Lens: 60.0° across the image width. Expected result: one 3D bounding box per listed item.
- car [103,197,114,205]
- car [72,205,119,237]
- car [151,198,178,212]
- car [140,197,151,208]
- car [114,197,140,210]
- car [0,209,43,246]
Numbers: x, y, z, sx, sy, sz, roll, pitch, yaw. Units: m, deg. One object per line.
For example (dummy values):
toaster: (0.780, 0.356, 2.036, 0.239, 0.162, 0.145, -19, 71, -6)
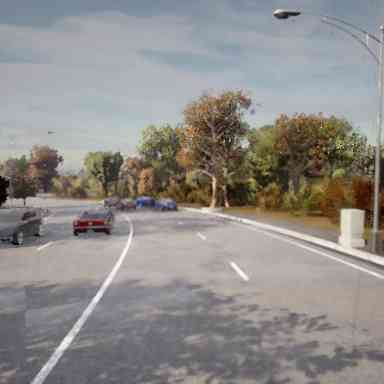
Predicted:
car: (-12.699, 1.559, 52.674, 2.128, 1.511, 4.902, -2, 1, -28)
car: (-5.342, 1.629, 18.554, 1.895, 1.301, 4.718, -1, 0, -9)
car: (-3.045, 1.443, 38.581, 1.812, 1.442, 4.674, -1, 0, -20)
car: (-7.043, 1.416, 48.817, 1.882, 1.535, 5.008, -2, 1, -25)
car: (-8.545, 1.543, 43.332, 1.812, 1.442, 4.674, -2, 0, -23)
car: (-8.412, 1.571, 15.494, 1.837, 1.490, 4.892, -1, 0, -9)
